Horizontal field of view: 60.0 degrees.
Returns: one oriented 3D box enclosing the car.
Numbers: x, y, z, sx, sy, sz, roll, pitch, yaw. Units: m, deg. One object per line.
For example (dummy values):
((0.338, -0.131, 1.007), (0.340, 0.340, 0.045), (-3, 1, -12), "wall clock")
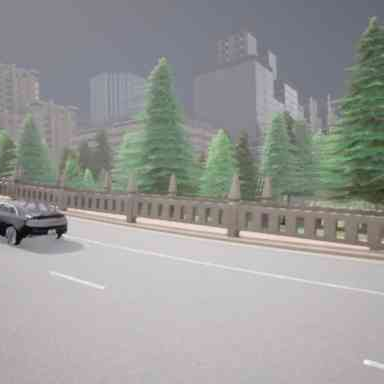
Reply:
((-6.955, 1.068, 13.253), (4.902, 1.511, 2.128), (4, 2, 35), "car")
